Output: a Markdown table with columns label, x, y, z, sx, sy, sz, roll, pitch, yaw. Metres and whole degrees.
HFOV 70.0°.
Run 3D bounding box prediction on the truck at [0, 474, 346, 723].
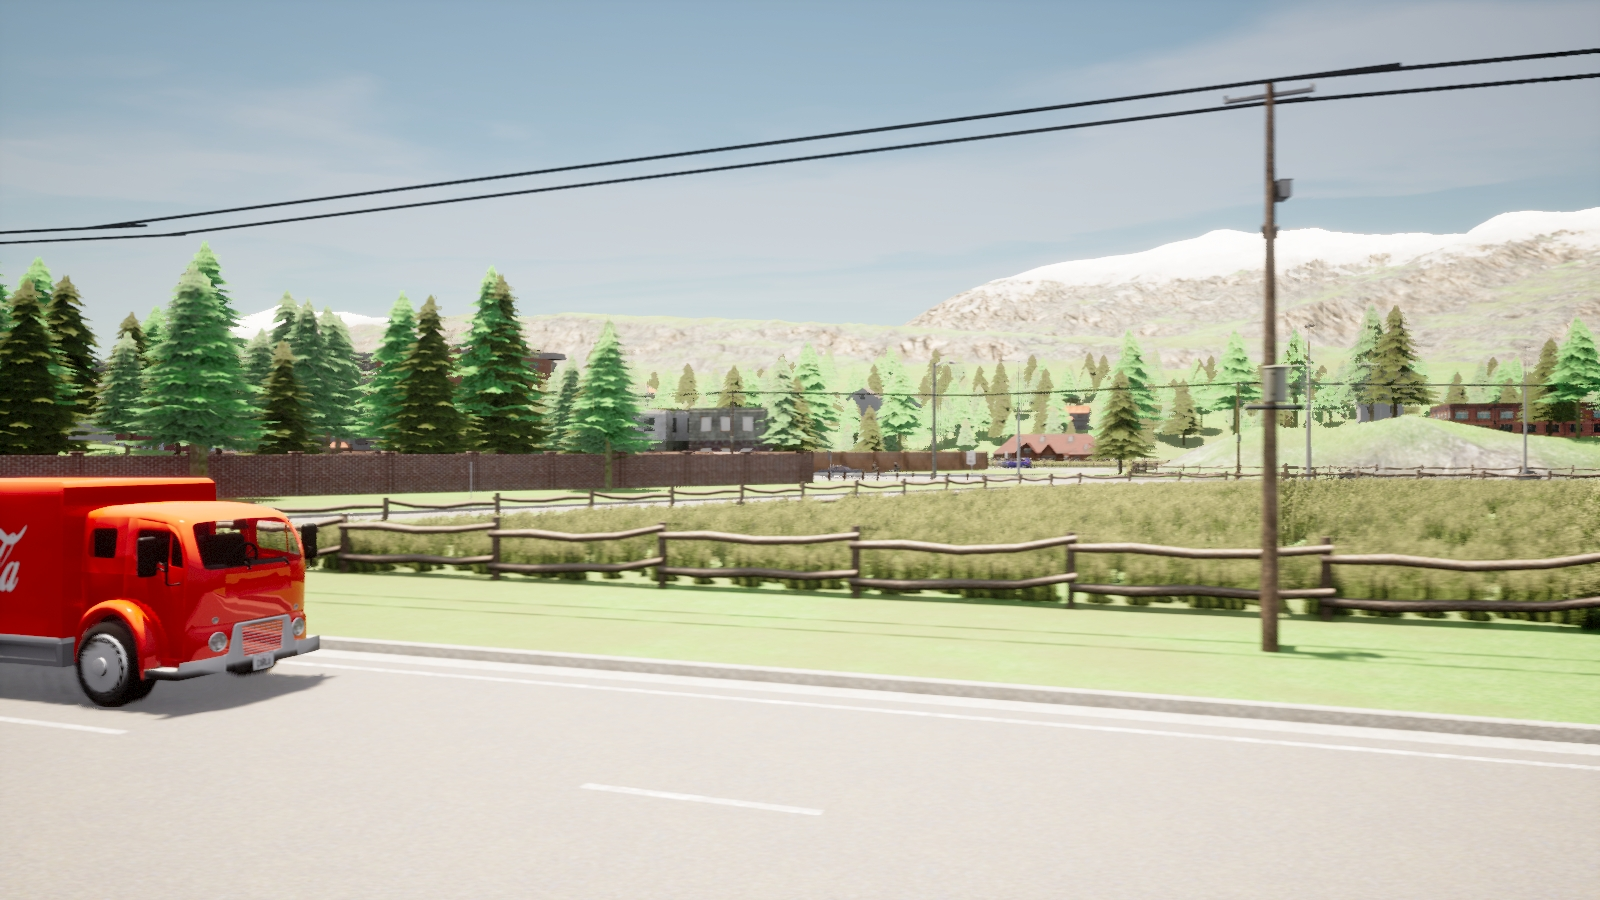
| label | x | y | z | sx | sy | sz | roll | pitch | yaw |
| --- | --- | --- | --- | --- | --- | --- | --- | --- | --- |
| truck | -8.529 | 1.568 | 13.852 | 5.204 | 2.467 | 2.627 | 0 | 0 | 20 |
